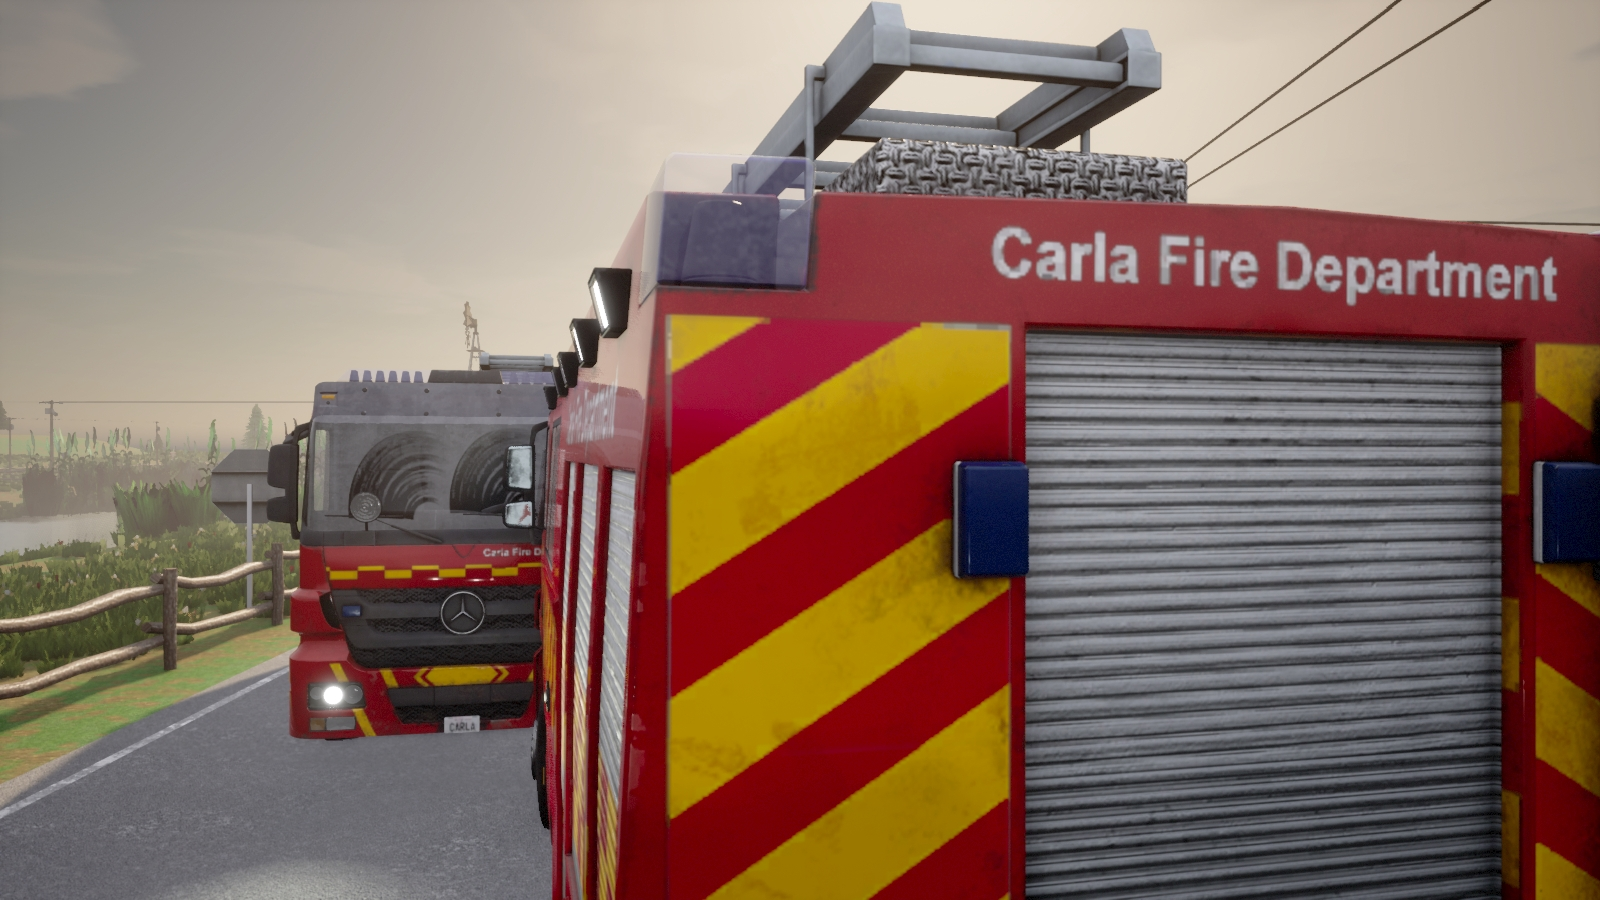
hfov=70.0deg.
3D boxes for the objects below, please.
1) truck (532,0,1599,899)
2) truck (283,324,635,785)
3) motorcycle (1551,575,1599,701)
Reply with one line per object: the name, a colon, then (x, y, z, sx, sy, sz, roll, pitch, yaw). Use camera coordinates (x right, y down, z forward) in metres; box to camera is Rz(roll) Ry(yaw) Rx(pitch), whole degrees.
truck: (-0.061, 0.867, 6.873, 2.891, 3.827, 8.468, 0, 0, -14)
truck: (-3.897, 0.862, 13.930, 2.891, 3.827, 8.468, 0, 0, -14)
motorcycle: (9.800, 2.142, 13.159, 1.805, 1.316, 0.856, 0, 0, -7)
